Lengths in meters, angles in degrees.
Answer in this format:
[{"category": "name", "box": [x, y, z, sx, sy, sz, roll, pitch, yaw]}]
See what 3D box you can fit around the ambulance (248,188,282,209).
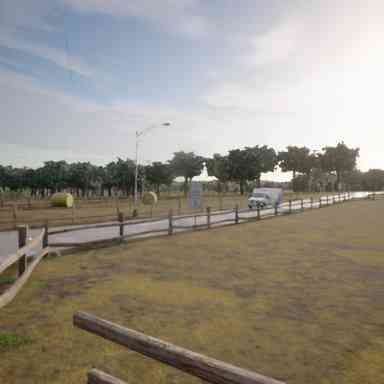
[{"category": "ambulance", "box": [9.121, 0.794, 41.423, 2.351, 2.431, 6.366, 2, 2, 35]}]
